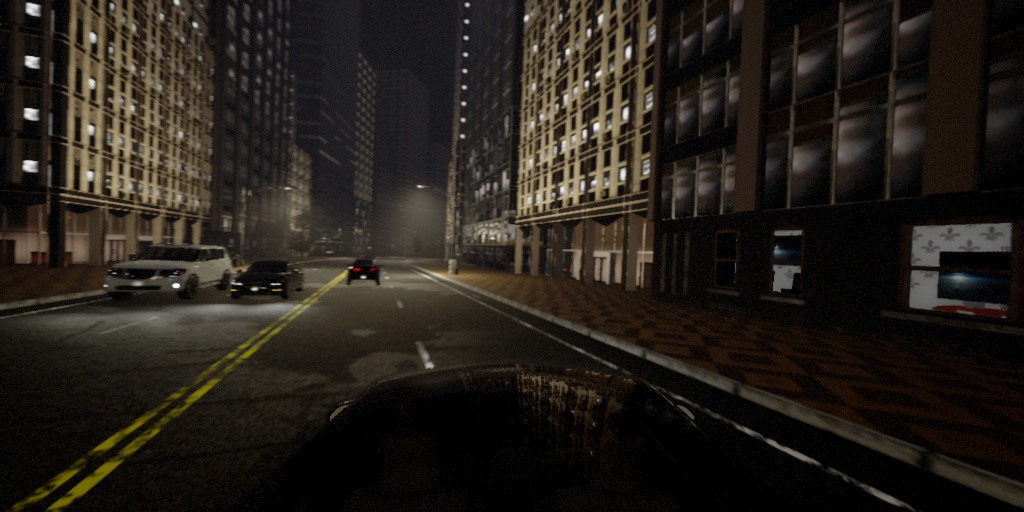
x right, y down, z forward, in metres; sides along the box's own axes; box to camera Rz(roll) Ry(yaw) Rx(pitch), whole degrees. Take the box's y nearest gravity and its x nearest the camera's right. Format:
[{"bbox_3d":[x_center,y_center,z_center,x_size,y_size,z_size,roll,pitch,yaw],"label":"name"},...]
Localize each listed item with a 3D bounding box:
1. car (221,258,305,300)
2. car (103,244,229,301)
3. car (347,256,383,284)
[{"bbox_3d":[-10.159,0.918,15.233,1.837,1.490,4.892,2,0,-21],"label":"car"},{"bbox_3d":[-13.318,0.530,14.415,2.150,2.045,5.566,2,0,-21],"label":"car"},{"bbox_3d":[-9.410,0.942,22.911,1.837,1.490,4.892,2,0,-21],"label":"car"}]
